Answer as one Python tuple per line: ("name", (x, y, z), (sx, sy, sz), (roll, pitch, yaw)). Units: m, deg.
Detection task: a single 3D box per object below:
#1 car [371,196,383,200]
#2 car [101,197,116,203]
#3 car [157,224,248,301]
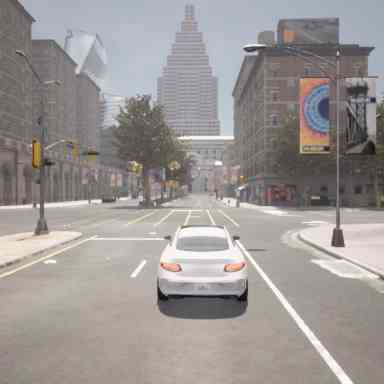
("car", (35.883, 1.480, 67.520), (2.231, 1.521, 4.892), (0, 0, 1))
("car", (-16.829, 1.594, 67.246), (1.895, 1.301, 4.718), (0, 0, 1))
("car", (0.249, 1.526, 8.203), (1.812, 1.442, 4.674), (0, 0, 2))
